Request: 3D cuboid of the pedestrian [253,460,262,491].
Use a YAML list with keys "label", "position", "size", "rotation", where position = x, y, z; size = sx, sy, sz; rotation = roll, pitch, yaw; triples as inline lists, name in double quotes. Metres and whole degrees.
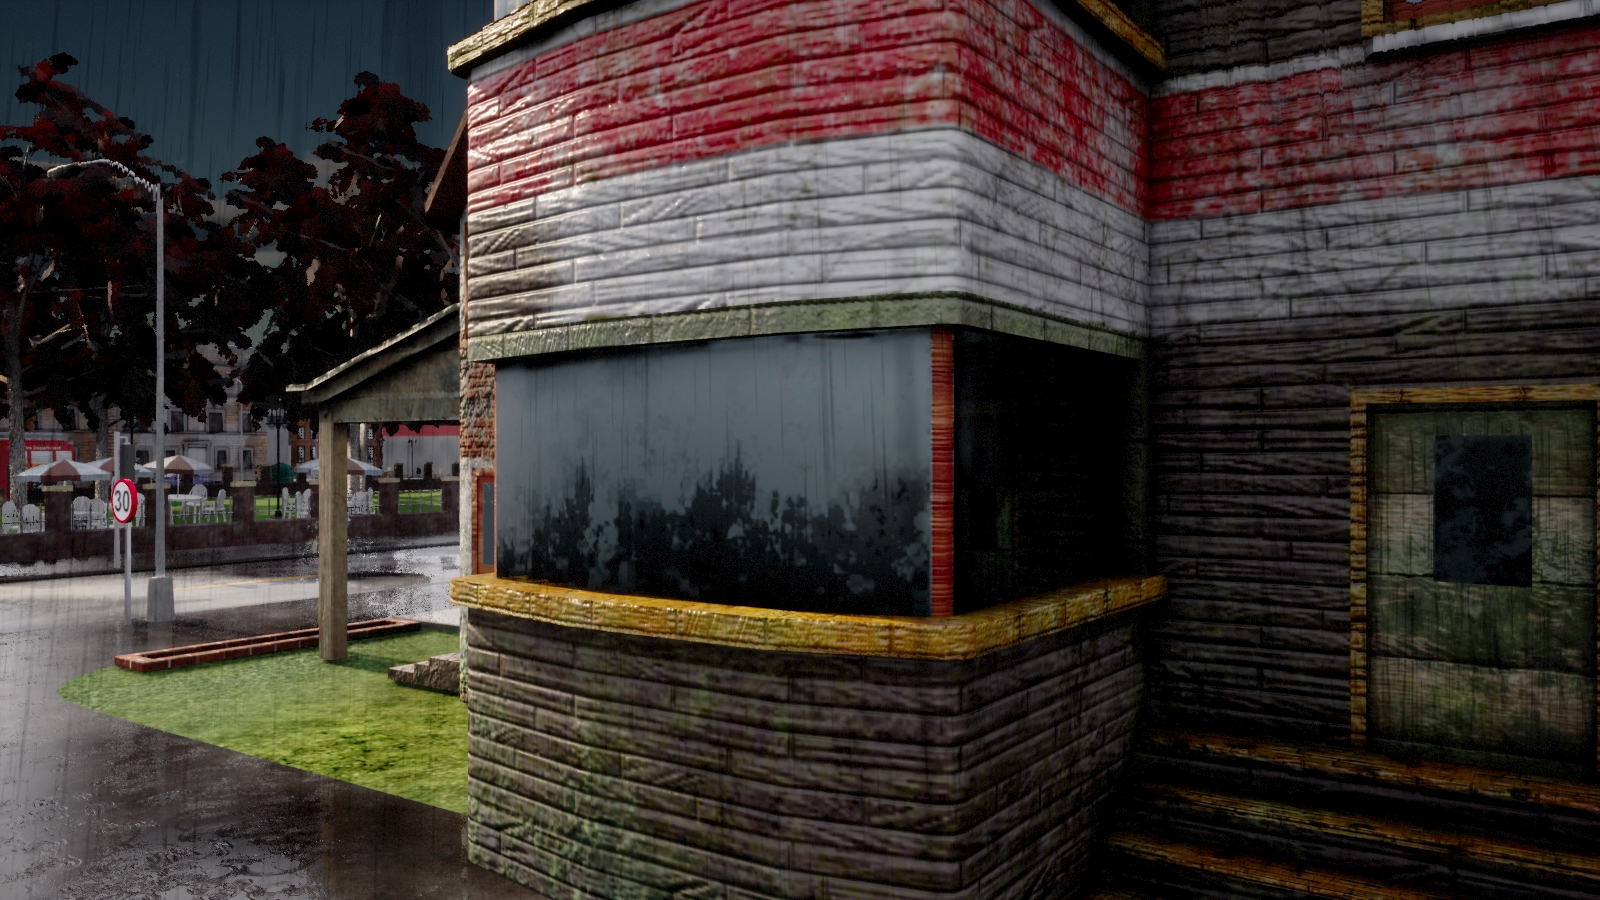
- label: "pedestrian"
  position: [-32.655, 1.524, 68.764]
  size: [0.375, 1.860, 0.375]
  rotation: [0, 0, -40]
